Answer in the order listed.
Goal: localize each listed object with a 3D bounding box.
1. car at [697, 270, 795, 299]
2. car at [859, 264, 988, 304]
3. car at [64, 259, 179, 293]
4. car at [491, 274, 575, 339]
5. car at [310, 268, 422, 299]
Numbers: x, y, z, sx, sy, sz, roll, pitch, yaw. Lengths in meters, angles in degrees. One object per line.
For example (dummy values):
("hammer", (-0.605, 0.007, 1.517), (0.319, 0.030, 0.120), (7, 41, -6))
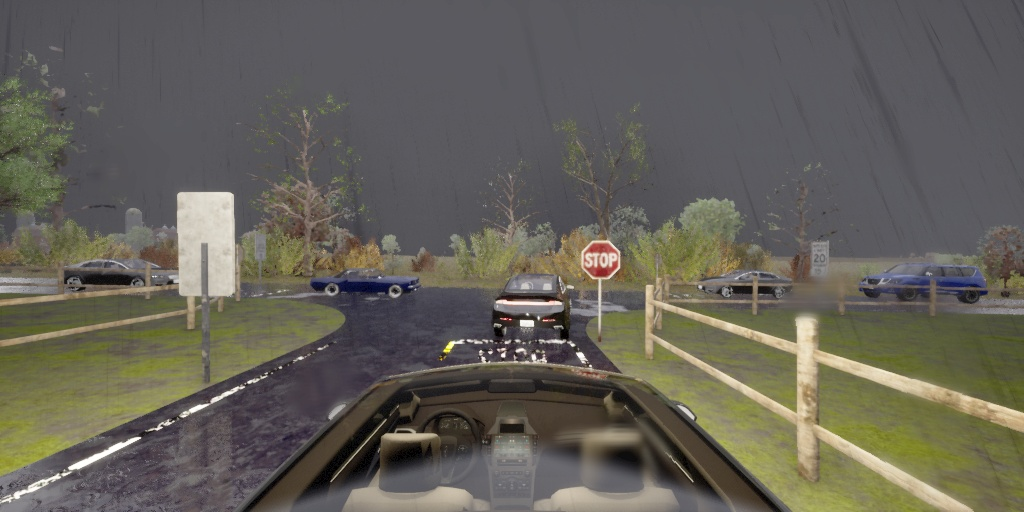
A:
("car", (13.007, 1.526, 20.082), (4.902, 1.511, 2.128), (1, 1, 0))
("car", (22.903, 1.467, 20.069), (5.566, 2.045, 2.150), (1, 1, 0))
("car", (-18.487, 0.885, 17.178), (4.902, 1.511, 2.128), (1, 1, 0))
("car", (0.708, 1.240, 10.126), (2.128, 1.511, 4.902), (0, 0, 9))
("car", (-6.819, 1.249, 17.159), (4.718, 1.301, 1.895), (1, 1, 0))
